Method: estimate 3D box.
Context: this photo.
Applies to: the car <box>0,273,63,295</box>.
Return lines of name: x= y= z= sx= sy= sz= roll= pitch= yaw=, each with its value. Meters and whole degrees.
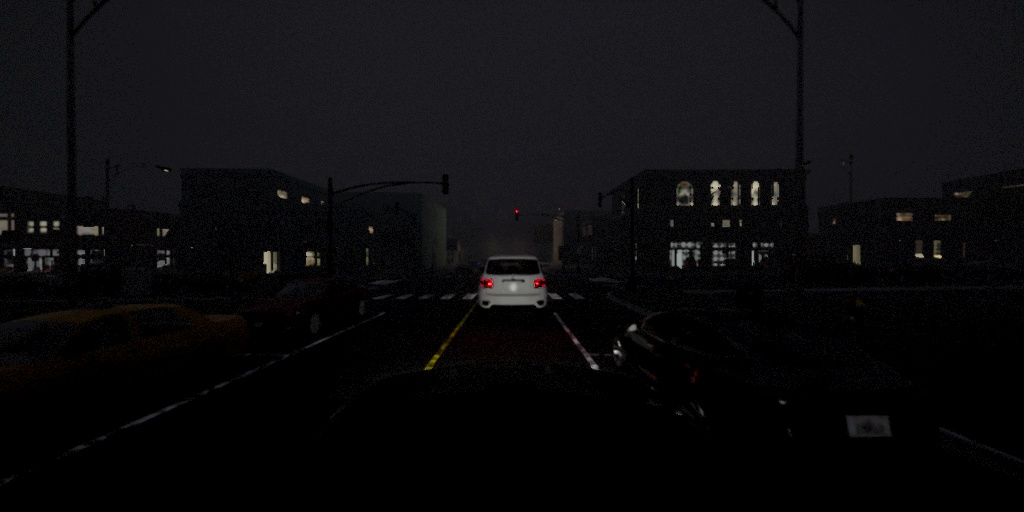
car: x=-29.379 y=1.683 z=22.101 sx=4.403 sy=1.370 sz=2.007 roll=0 pitch=0 yaw=-1

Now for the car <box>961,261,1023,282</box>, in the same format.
car: x=31.028 y=0.956 z=23.159 sx=4.403 sy=1.370 sz=2.007 roll=0 pitch=0 yaw=-1

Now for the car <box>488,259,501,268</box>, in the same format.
car: x=-3.046 y=1.260 z=63.156 sx=1.882 sy=1.535 sz=5.008 roll=0 pitch=0 yaw=1

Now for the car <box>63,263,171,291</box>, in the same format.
car: x=-23.726 y=1.380 z=22.203 sx=5.009 sy=1.841 sz=2.192 roll=0 pitch=0 yaw=-1

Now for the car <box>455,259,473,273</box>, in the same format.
car: x=-5.694 y=1.355 z=42.840 sx=1.802 sy=1.307 sz=4.207 roll=0 pitch=0 yaw=0

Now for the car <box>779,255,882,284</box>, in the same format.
car: x=19.944 y=0.855 z=22.959 sx=5.009 sy=1.841 sz=2.192 roll=0 pitch=0 yaw=-1

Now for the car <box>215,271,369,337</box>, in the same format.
car: x=-5.688 y=1.300 z=10.321 sx=1.888 sy=1.381 sz=4.507 roll=0 pitch=0 yaw=0

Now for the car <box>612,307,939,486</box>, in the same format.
car: x=2.693 y=1.317 z=4.778 sx=1.948 sy=1.339 sz=4.313 roll=0 pitch=0 yaw=0

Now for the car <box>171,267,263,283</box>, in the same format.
car: x=-18.073 y=1.437 z=22.305 sx=4.097 sy=1.591 sz=1.967 roll=0 pitch=0 yaw=-1

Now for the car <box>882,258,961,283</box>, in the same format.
car: x=25.486 y=0.913 z=23.059 sx=4.097 sy=1.591 sz=1.967 roll=0 pitch=0 yaw=-1

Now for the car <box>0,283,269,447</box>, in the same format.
car: x=-5.688 y=1.278 z=4.607 sx=1.751 sy=1.417 sz=4.829 roll=0 pitch=0 yaw=0

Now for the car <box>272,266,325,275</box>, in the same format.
car: x=-18.194 y=1.495 z=30.651 sx=4.313 sy=1.339 sz=1.948 roll=0 pitch=0 yaw=-1

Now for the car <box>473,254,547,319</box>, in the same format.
car: x=-0.050 y=0.975 z=13.011 sx=2.150 sy=2.045 sz=5.566 roll=0 pitch=0 yaw=-2
